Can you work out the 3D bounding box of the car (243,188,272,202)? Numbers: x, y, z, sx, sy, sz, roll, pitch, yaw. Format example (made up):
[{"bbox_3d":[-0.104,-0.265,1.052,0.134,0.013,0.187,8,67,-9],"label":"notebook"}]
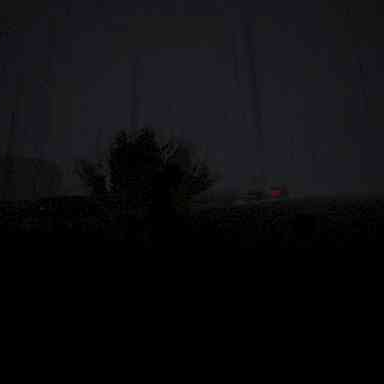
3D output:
[{"bbox_3d":[9.019,0.601,47.034,2.033,1.411,5.357,1,2,34],"label":"car"}]

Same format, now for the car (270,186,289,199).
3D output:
[{"bbox_3d":[14.590,0.067,55.812,2.150,2.045,5.566,1,2,32],"label":"car"}]

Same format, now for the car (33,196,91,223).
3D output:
[{"bbox_3d":[-8.119,1.022,22.452,2.097,1.767,4.553,1,2,36],"label":"car"}]
